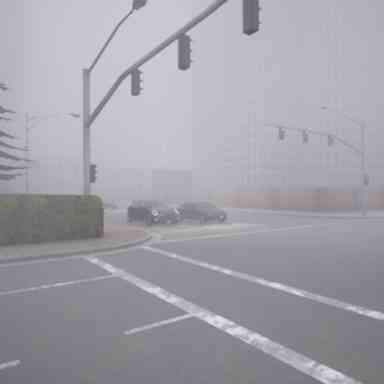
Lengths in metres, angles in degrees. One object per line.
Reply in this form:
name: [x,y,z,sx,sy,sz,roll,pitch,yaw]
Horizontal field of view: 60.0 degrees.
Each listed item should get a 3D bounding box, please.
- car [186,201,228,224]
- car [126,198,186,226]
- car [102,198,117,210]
car: [0.570,1.432,24.174,1.837,1.490,4.892,0,0,-35]
car: [-2.735,1.297,22.785,2.097,1.767,4.553,0,0,-35]
car: [-10.632,1.453,40.095,1.812,1.442,4.674,0,0,-35]
